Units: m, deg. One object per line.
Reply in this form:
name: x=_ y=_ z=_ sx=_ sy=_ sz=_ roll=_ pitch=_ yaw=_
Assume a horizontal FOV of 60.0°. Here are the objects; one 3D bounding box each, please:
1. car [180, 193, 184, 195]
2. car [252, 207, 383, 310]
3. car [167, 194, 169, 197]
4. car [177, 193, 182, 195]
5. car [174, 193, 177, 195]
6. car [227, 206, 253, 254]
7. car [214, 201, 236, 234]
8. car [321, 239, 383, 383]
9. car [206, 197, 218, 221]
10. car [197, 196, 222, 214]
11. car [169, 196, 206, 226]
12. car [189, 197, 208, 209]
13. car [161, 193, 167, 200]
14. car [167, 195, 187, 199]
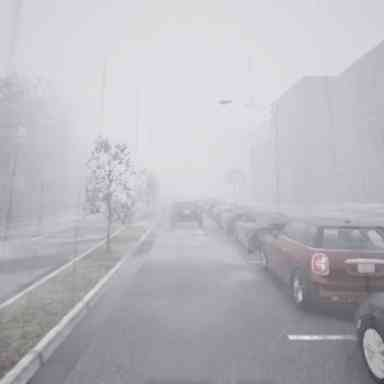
car: x=-0.418 y=1.455 z=58.039 sx=2.097 sy=1.535 sz=5.008 roll=0 pitch=0 yaw=-7
car: x=3.050 y=1.364 z=7.968 sx=2.185 sy=1.767 sz=4.553 roll=1 pitch=0 yaw=0
car: x=-3.993 y=1.366 z=80.022 sx=2.231 sy=1.521 sz=4.892 roll=0 pitch=0 yaw=-11
car: x=-1.192 y=1.437 z=63.740 sx=1.946 sy=1.575 sz=5.366 roll=0 pitch=0 yaw=-8
car: x=-2.040 y=1.417 z=69.240 sx=1.946 sy=1.575 sz=5.366 roll=0 pitch=0 yaw=-9
car: x=2.933 y=1.521 z=13.590 sx=2.163 sy=1.488 sz=4.792 roll=0 pitch=0 yaw=-1
car: x=2.758 y=1.522 z=19.272 sx=2.163 sy=1.488 sz=4.792 roll=0 pitch=0 yaw=-2
car: x=3.050 y=1.486 z=2.441 sx=2.231 sy=1.521 sz=4.892 roll=0 pitch=0 yaw=0
car: x=2.217 y=1.520 z=30.391 sx=2.163 sy=1.488 sz=4.792 roll=0 pitch=0 yaw=-3
car: x=1.832 y=1.361 z=35.878 sx=2.185 sy=1.767 sz=4.553 roll=0 pitch=0 yaw=-4
car: x=-0.430 y=1.360 z=23.683 sx=2.097 sy=1.767 sz=4.553 roll=0 pitch=0 yaw=-3
car: x=0.840 y=1.475 z=46.980 sx=2.231 sy=1.521 sz=4.892 roll=0 pitch=0 yaw=-5
car: x=-6.457 y=1.284 z=91.076 sx=1.946 sy=1.575 sz=5.366 roll=0 pitch=0 yaw=-13
car: x=-1.635 y=1.484 z=41.303 sx=2.128 sy=1.511 sz=4.902 roll=0 pitch=0 yaw=-5
